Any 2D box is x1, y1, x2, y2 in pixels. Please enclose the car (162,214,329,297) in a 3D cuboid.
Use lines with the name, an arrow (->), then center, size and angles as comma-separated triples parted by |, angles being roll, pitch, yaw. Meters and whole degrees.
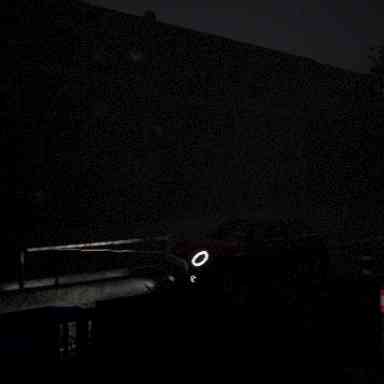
car -> 1.484, 1.458, 9.017 | 4.553, 1.767, 2.097 | -1, 0, -27
